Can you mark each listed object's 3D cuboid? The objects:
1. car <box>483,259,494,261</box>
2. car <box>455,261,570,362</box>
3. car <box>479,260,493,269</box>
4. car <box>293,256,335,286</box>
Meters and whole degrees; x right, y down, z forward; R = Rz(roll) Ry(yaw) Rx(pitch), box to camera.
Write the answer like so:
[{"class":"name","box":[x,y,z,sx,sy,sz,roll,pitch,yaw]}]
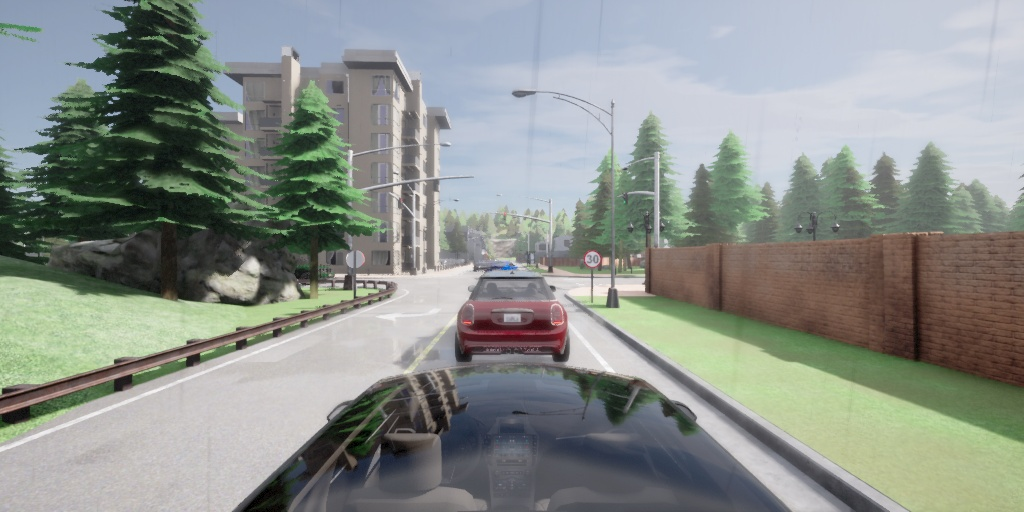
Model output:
[{"class":"car","box":[-0.773,1.227,33.462,1.882,1.535,5.008,1,0,16]},{"class":"car","box":[0.005,1.102,8.373,2.097,1.767,4.553,0,0,0]},{"class":"car","box":[-4.058,1.314,56.548,1.994,1.385,4.181,0,0,0]},{"class":"car","box":[-15.465,0.987,24.996,5.566,2.045,2.150,0,0,-1]}]
